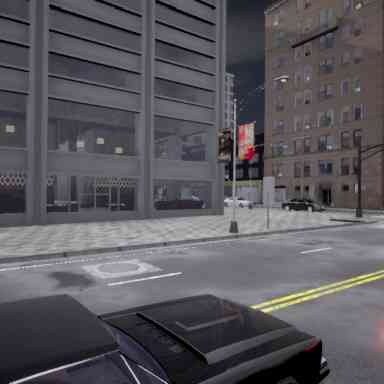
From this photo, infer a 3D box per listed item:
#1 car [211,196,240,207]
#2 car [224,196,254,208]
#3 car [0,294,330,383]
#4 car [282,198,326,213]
[{"bbox_3d":[5.095,1.394,50.765,1.812,1.442,4.674,1,0,-35],"label":"car"},{"bbox_3d":[6.037,1.382,43.907,1.812,1.442,4.674,1,0,-35],"label":"car"},{"bbox_3d":[-0.987,1.601,2.679,4.718,1.301,1.895,0,0,-35],"label":"car"},{"bbox_3d":[11.901,1.403,35.582,1.837,1.490,4.892,1,0,-35],"label":"car"}]
